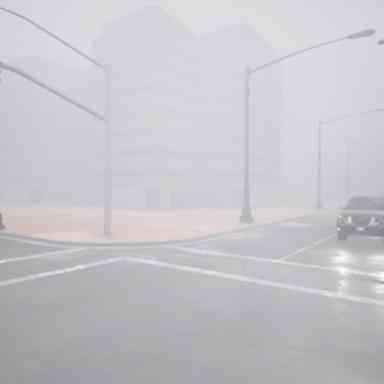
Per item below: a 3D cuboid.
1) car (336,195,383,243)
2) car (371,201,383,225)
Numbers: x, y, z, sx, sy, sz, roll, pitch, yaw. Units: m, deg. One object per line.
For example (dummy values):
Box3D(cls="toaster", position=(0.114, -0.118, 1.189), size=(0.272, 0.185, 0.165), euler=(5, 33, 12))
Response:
Box3D(cls="car", position=(8.672, 1.205, 16.230), size=(2.150, 2.045, 5.566), euler=(1, 0, 35))
Box3D(cls="car", position=(14.673, 1.487, 24.704), size=(1.837, 1.490, 4.892), euler=(1, 0, 35))
